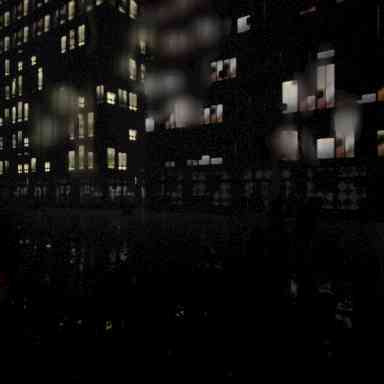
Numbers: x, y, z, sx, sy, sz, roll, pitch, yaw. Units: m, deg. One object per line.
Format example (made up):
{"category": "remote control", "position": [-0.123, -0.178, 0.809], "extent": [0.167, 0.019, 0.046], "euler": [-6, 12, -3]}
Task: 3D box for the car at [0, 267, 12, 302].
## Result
{"category": "car", "position": [-5.559, 1.524, 6.817], "extent": [4.829, 1.417, 1.752], "euler": [0, 0, 35]}
